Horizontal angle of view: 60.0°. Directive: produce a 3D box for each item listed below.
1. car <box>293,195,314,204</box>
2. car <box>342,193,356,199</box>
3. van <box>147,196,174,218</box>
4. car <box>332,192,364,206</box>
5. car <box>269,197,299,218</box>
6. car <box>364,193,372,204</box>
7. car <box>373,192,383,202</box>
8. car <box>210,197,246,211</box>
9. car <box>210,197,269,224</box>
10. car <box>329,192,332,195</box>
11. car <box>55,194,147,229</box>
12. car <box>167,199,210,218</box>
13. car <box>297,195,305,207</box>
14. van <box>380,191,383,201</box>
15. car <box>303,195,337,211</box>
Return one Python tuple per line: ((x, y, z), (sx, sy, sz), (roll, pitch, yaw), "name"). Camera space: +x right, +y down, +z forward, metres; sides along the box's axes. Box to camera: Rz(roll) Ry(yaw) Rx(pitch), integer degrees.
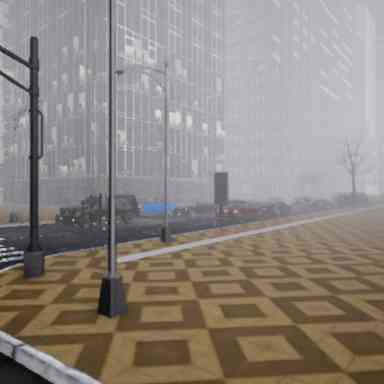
((18.553, 1.189, 55.275), (1.947, 1.339, 4.313), (1, 1, 39), "car")
((36.607, 0.977, 77.257), (1.947, 1.339, 4.313), (1, 1, 39), "car")
((-3.204, 1.220, 28.975), (1.690, 1.788, 3.998), (1, 1, 39), "van")
((21.406, 0.974, 45.542), (2.192, 1.841, 5.009), (1, 1, 39), "car")
((7.015, 1.395, 27.920), (1.947, 1.339, 4.313), (1, 1, 39), "car")
((25.017, 0.931, 49.938), (2.192, 1.841, 5.009), (1, 1, 39), "car")
((32.346, 1.055, 58.864), (1.752, 1.417, 4.829), (1, 1, 39), "car")
((4.104, 1.338, 37.697), (1.887, 1.381, 4.507), (1, 1, 39), "car")
((3.448, 1.312, 23.487), (1.967, 1.590, 4.097), (1, 1, 39), "car")
((23.534, 1.117, 52.222), (1.837, 1.490, 4.892), (0, 0, 39), "car")
((-5.868, 1.155, 21.471), (2.150, 2.045, 5.566), (0, 0, 39), "car")
((0.331, 1.460, 29.015), (1.895, 1.301, 4.718), (0, 0, 39), "car")
((13.688, 1.219, 40.238), (2.128, 1.511, 4.902), (0, 0, 39), "car")
((39.460, 0.788, 67.523), (1.690, 1.788, 3.998), (1, 1, 39), "van")
((14.184, 1.326, 36.753), (1.802, 1.307, 4.206), (1, 1, 39), "car")
